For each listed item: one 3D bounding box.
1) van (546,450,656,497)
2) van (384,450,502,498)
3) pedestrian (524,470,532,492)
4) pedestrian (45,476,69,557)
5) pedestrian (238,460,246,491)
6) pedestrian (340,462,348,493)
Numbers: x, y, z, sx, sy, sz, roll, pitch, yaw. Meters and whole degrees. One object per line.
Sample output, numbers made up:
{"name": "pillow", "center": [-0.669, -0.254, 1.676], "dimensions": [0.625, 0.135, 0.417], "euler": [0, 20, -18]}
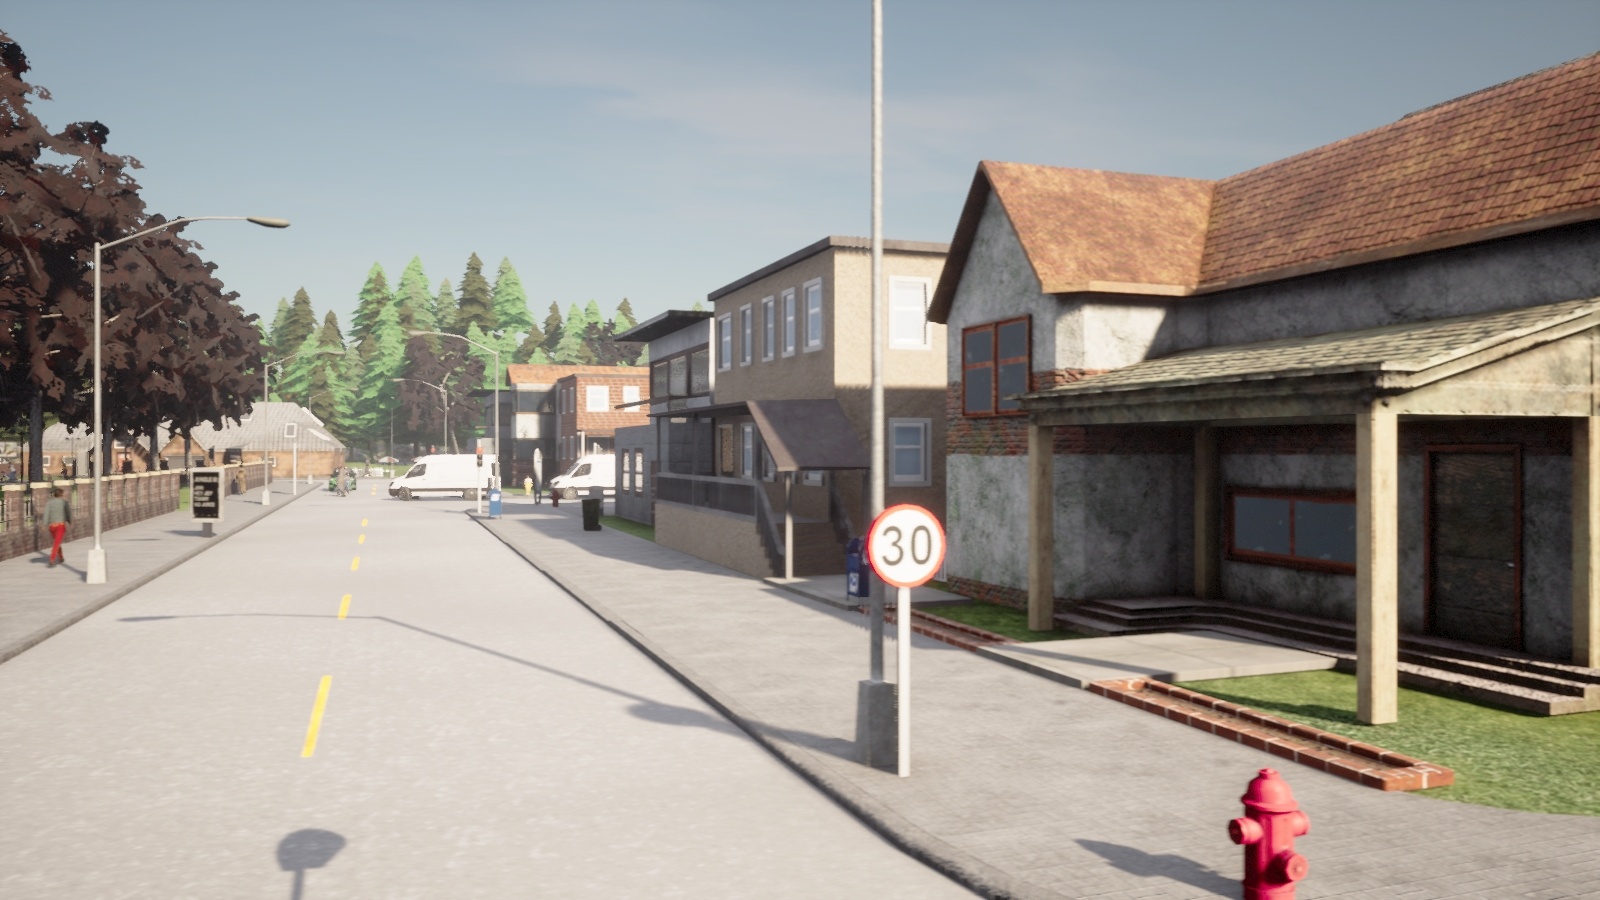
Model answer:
{"name": "van", "center": [-11.384, 1.305, 65.300], "dimensions": [5.915, 2.561, 1.988], "euler": [0, 0, -20]}
{"name": "van", "center": [-19.781, 1.312, 63.476], "dimensions": [5.915, 2.561, 1.988], "euler": [0, 0, 1]}
{"name": "pedestrian", "center": [-15.829, 1.790, 66.507], "dimensions": [0.375, 1.300, 0.375], "euler": [0, 0, -23]}
{"name": "pedestrian", "center": [-17.225, 1.529, 26.499], "dimensions": [0.375, 1.860, 0.375], "euler": [0, 0, -18]}
{"name": "pedestrian", "center": [-33.543, 1.530, 68.676], "dimensions": [0.375, 1.860, 0.375], "euler": [0, 0, -20]}
{"name": "pedestrian", "center": [-26.971, 1.629, 67.595], "dimensions": [0.375, 1.860, 0.375], "euler": [0, 0, -5]}
